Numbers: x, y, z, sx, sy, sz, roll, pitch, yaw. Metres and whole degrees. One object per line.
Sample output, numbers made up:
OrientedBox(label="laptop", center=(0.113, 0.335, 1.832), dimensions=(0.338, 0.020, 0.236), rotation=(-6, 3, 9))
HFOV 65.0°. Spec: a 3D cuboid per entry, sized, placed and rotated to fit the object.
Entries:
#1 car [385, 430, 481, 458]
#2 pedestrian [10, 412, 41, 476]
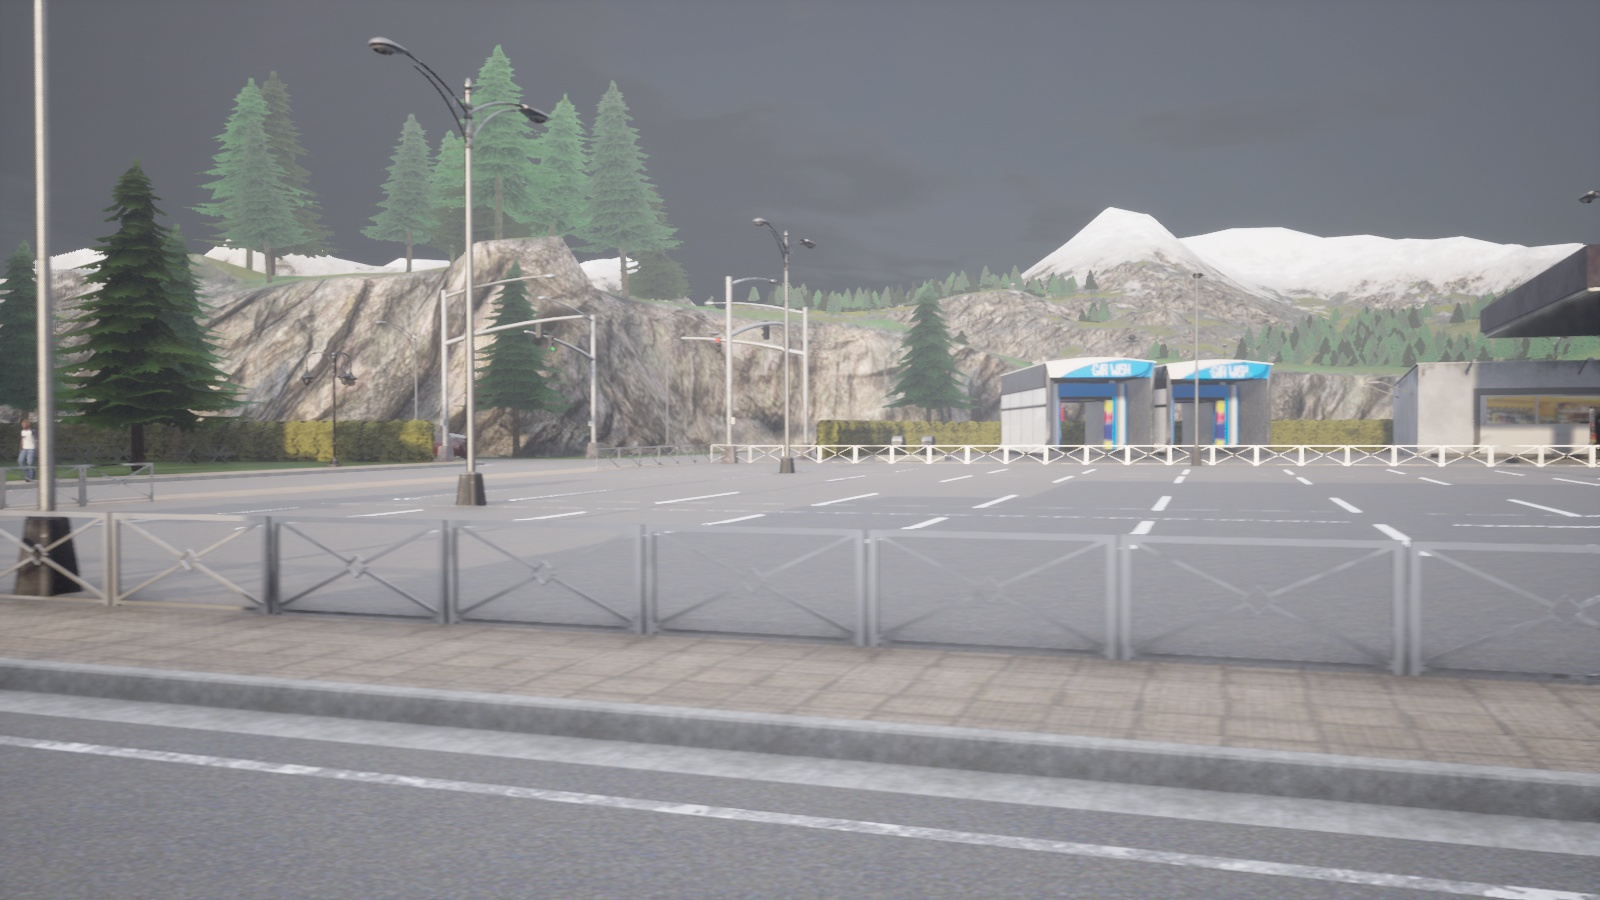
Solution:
OrientedBox(label="car", center=(-20.375, -0.352, 69.757), dimensions=(4.792, 1.488, 2.163), rotation=(1, 1, 19))
OrientedBox(label="pedestrian", center=(-22.360, -0.167, 36.250), dimensions=(0.354, 1.836, 0.706), rotation=(0, 1, 16))
